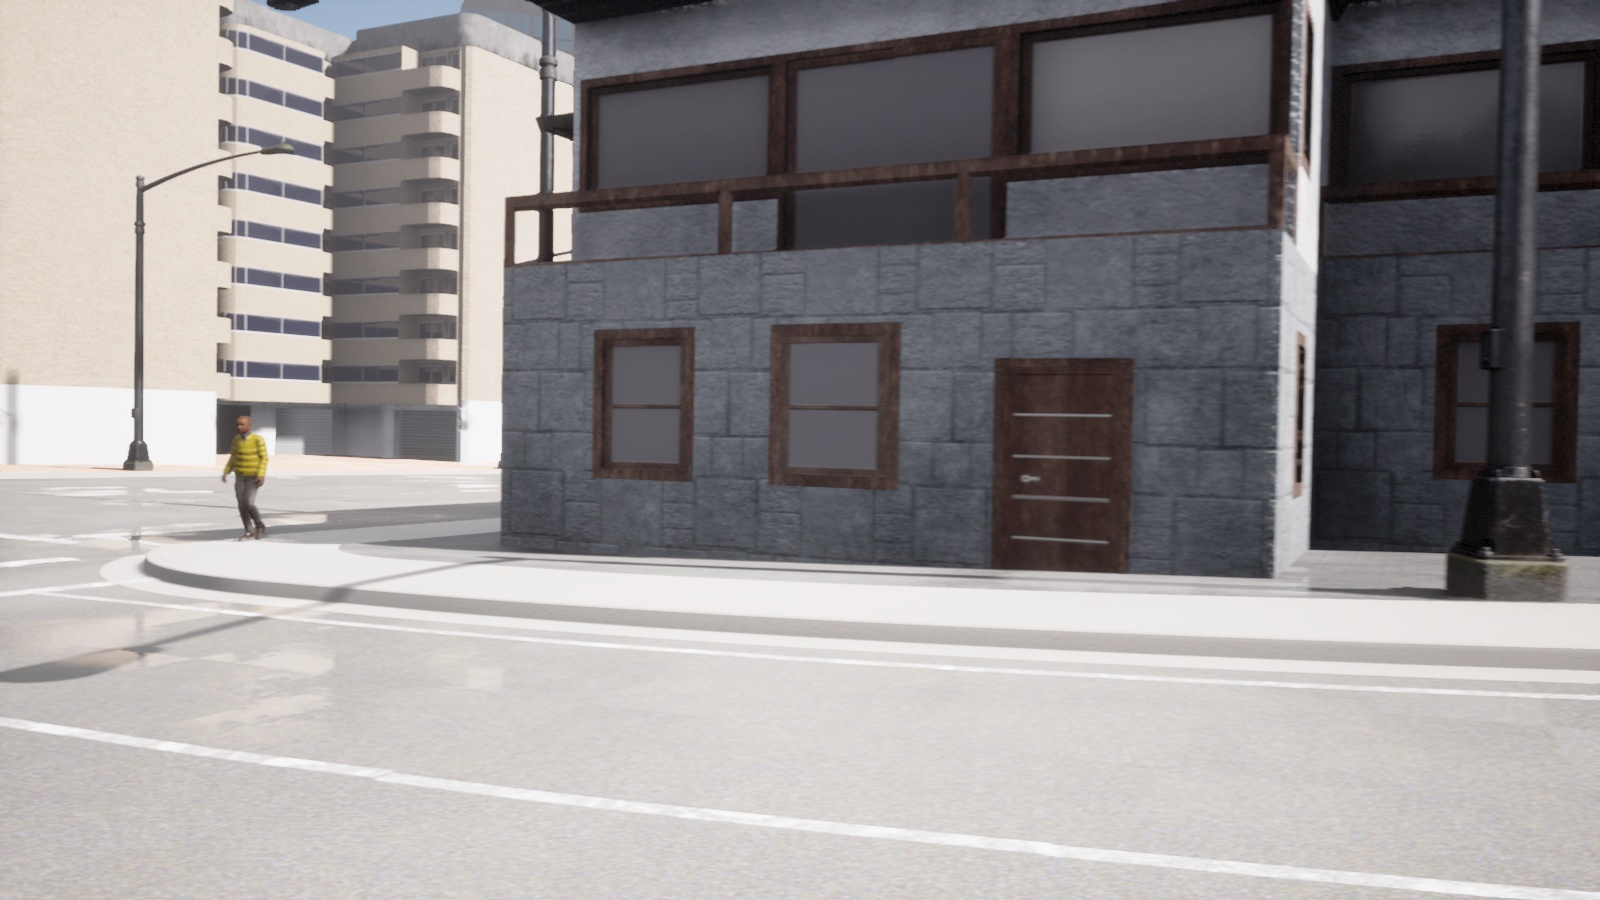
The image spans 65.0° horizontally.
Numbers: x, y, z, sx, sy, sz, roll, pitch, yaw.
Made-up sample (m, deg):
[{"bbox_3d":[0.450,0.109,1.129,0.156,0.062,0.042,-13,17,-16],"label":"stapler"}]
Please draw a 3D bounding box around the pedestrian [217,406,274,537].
[{"bbox_3d":[-7.952,0.300,18.015,0.370,1.835,0.726,2,1,11],"label":"pedestrian"}]
